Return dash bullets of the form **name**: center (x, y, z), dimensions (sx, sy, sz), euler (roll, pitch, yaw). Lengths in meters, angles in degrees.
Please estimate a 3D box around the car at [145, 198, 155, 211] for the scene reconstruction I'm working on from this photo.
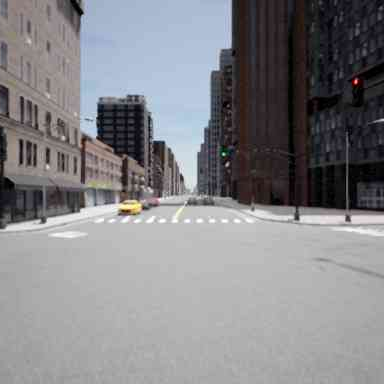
- **car**: center (-6.569, 1.784, 44.853), dimensions (1.994, 1.385, 4.181), euler (0, 0, 1)

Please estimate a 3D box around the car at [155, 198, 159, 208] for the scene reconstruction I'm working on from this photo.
- **car**: center (-6.546, 1.747, 55.274), dimensions (1.882, 1.535, 5.008), euler (0, 0, 0)

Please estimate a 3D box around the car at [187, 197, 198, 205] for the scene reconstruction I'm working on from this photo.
- **car**: center (0.044, 1.806, 65.234), dimensions (2.128, 1.511, 4.902), euler (0, 0, 0)

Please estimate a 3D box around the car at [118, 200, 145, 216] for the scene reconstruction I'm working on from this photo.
- **car**: center (-6.586, 1.652, 35.604), dimensions (1.882, 1.535, 5.008), euler (0, 0, 0)

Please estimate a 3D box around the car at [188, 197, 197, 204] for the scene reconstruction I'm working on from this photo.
- **car**: center (0.024, 1.911, 75.547), dimensions (1.994, 1.385, 4.181), euler (0, 0, 0)

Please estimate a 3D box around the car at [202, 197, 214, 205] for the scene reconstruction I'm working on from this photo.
- **car**: center (3.270, 1.802, 64.386), dimensions (2.128, 1.511, 4.902), euler (0, 0, 0)

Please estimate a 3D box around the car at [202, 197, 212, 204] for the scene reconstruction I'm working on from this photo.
- **car**: center (3.273, 1.850, 74.806), dimensions (2.128, 1.511, 4.902), euler (0, 0, 0)
